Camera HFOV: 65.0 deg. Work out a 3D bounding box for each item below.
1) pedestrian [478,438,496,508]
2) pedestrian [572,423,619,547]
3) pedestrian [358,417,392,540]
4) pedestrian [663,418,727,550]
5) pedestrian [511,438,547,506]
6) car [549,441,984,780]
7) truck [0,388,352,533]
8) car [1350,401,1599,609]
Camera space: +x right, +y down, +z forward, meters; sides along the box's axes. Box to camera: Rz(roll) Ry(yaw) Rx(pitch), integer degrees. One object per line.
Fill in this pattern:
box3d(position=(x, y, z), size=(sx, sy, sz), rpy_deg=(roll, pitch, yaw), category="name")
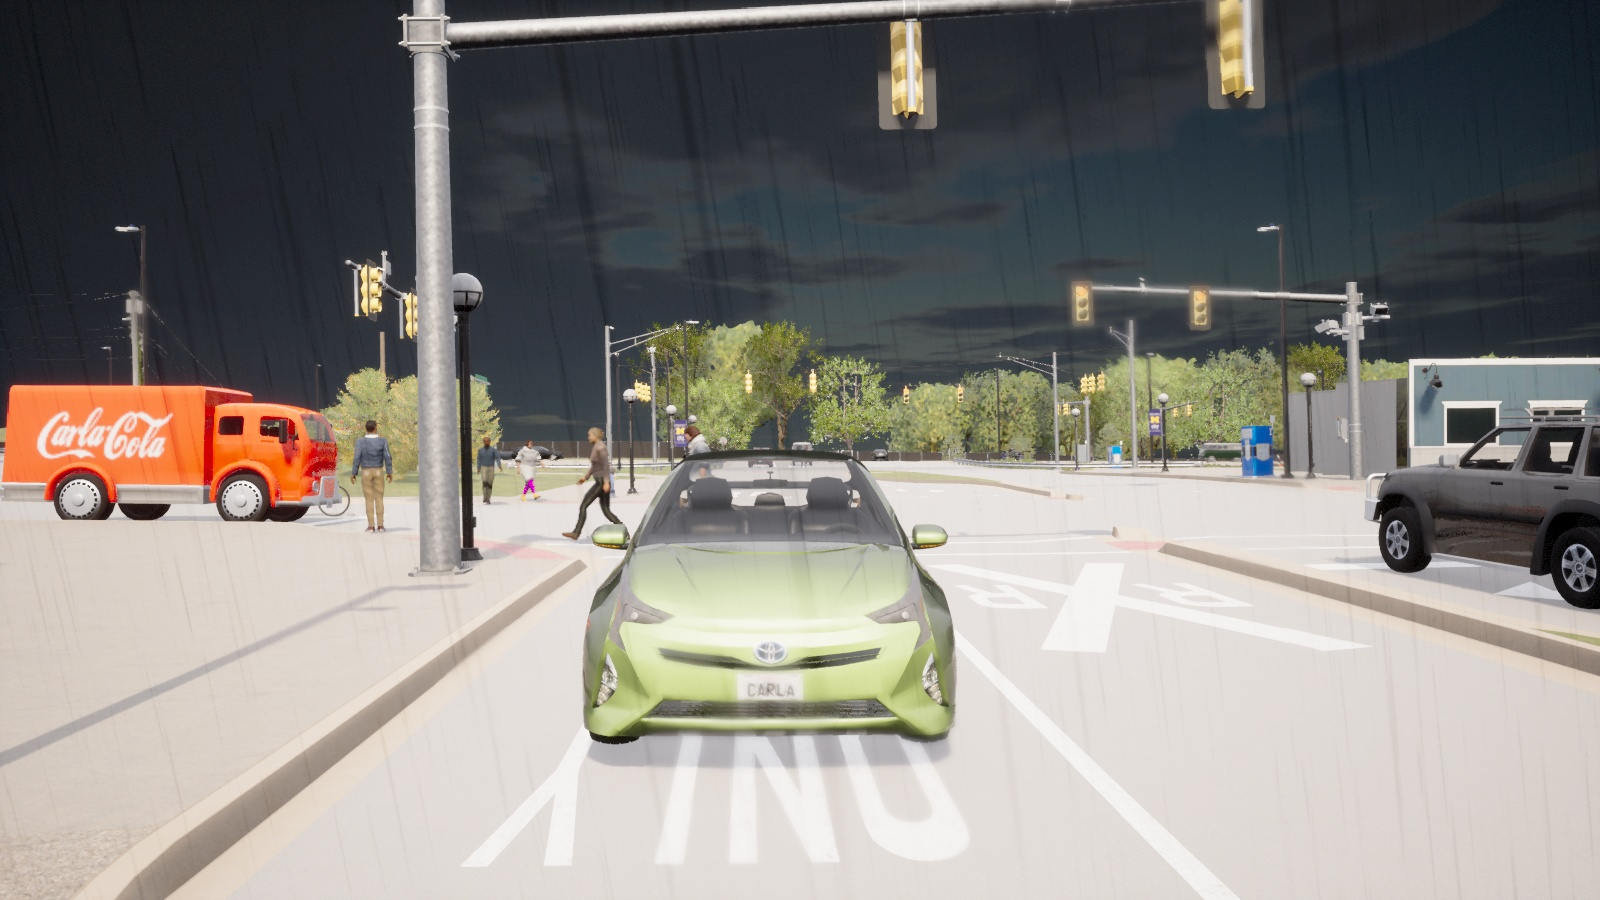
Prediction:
box3d(position=(-8.366, 0.603, 33.586), size=(0.370, 1.835, 0.726), rpy_deg=(-2, -1, -12), category="pedestrian")
box3d(position=(-3.108, 0.524, 19.094), size=(0.634, 1.846, 0.331), rpy_deg=(-2, -1, -4), category="pedestrian")
box3d(position=(-6.906, 0.455, 20.401), size=(0.423, 1.949, 0.788), rpy_deg=(-2, -1, -22), category="pedestrian")
box3d(position=(-1.598, 0.511, 19.159), size=(0.873, 1.952, 0.659), rpy_deg=(-2, -1, -1), category="pedestrian")
box3d(position=(-7.982, 0.649, 37.024), size=(0.659, 1.952, 0.873), rpy_deg=(-1, -1, -39), category="pedestrian")
box3d(position=(-0.205, 0.725, 8.079), size=(2.007, 1.525, 4.514), rpy_deg=(0, 1, -1), category="car")
box3d(position=(-11.177, 0.198, 22.731), size=(5.204, 2.467, 2.627), rpy_deg=(0, -1, -2), category="truck")
box3d(position=(7.885, 0.437, 13.016), size=(1.932, 1.855, 4.605), rpy_deg=(-1, 1, -7), category="car")
